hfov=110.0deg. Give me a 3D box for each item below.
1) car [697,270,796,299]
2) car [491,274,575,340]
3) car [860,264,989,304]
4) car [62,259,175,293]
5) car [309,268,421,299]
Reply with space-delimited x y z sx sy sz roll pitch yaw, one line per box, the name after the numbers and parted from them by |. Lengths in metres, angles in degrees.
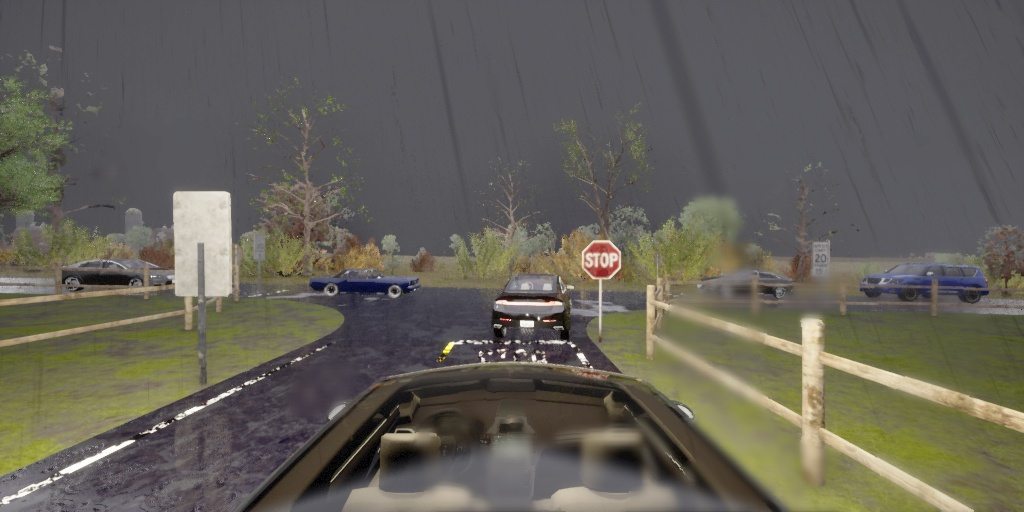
13.002 1.525 20.025 4.902 1.511 2.128 1 1 0 | car
0.705 1.240 10.065 2.128 1.511 4.902 0 0 9 | car
22.897 1.466 20.015 5.566 2.045 2.150 1 1 0 | car
-18.492 0.885 17.111 4.902 1.511 2.128 1 1 0 | car
-6.824 1.248 17.095 4.718 1.301 1.895 1 1 0 | car
